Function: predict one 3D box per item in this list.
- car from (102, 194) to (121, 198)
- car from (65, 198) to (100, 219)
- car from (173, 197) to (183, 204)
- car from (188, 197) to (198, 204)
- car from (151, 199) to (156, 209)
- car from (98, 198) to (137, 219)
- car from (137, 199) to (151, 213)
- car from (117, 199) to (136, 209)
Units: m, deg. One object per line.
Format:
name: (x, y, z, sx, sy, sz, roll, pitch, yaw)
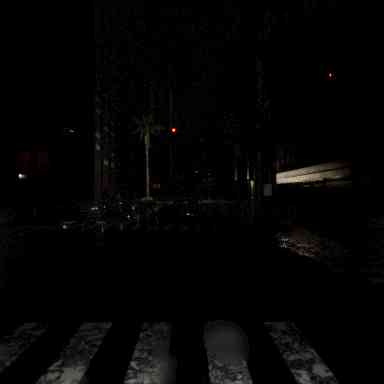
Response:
car: (-9.756, 1.319, 39.861, 2.150, 2.045, 5.566, 0, 0, 0)
car: (-9.775, 1.543, 29.915, 1.882, 1.535, 5.008, 0, 0, 0)
car: (-2.976, 1.790, 69.857, 1.994, 1.385, 4.181, 0, 0, 0)
car: (0.274, 1.790, 69.874, 1.994, 1.385, 4.181, 0, 0, 0)
car: (-6.471, 1.735, 49.005, 1.895, 1.301, 4.718, 0, 0, 0)
car: (-6.529, 1.543, 29.649, 1.882, 1.535, 5.008, 0, 0, 0)
car: (-6.505, 1.587, 39.117, 2.128, 1.511, 4.902, 0, 0, 0)
car: (-9.714, 1.701, 49.822, 1.994, 1.385, 4.181, 0, 0, 0)
